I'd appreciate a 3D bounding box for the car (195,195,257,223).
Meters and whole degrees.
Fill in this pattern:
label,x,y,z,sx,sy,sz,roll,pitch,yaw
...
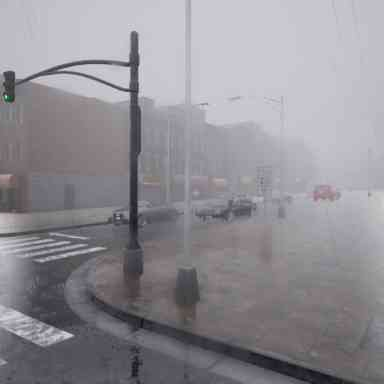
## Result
label,x,y,z,sx,sy,sz,roll,pitch,yaw
car,2.258,1.071,20.548,1.895,1.301,4.718,0,2,35

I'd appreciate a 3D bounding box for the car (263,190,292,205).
label,x,y,z,sx,sy,sz,roll,pitch,yaw
car,9.160,0.572,35.293,1.812,1.442,4.674,0,2,36

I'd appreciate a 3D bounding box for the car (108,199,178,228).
label,x,y,z,sx,sy,sz,roll,pitch,yaw
car,-2.640,1.127,18.754,1.994,1.385,4.181,0,2,36

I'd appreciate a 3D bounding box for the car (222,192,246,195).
label,x,y,z,sx,sy,sz,roll,pitch,yaw
car,3.193,0.794,26.934,2.128,1.511,4.902,0,2,35

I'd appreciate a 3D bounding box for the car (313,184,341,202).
label,x,y,z,sx,sy,sz,roll,pitch,yaw
car,16.482,0.087,40.483,2.150,2.045,5.566,0,2,36
